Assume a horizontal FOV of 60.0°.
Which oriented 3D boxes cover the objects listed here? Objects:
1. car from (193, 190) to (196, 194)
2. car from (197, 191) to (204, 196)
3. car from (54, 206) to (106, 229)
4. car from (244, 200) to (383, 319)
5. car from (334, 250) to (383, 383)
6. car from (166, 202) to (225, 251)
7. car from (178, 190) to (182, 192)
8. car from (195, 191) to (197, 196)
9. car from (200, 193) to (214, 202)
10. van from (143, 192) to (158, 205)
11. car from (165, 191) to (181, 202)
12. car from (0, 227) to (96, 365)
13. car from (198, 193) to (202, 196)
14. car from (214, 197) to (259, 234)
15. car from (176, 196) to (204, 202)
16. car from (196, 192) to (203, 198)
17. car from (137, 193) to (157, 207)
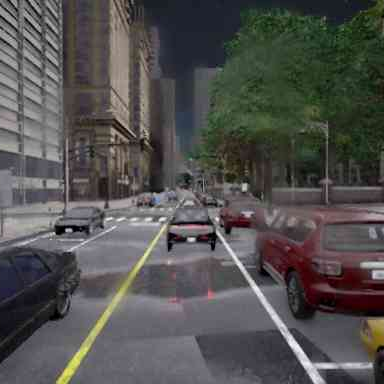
[{"bbox_3d":[2.036,0.642,82.659,2.192,1.841,5.009,0,1,-1],"label":"car"},{"bbox_3d":[2.279,1.008,55.560,1.967,1.590,4.097,0,0,-1],"label":"car"},{"bbox_3d":[-5.911,1.464,18.107,1.947,1.339,4.313,0,0,-1],"label":"car"},{"bbox_3d":[2.712,1.257,7.189,2.192,1.841,5.009,0,0,-1],"label":"car"},{"bbox_3d":[2.760,1.502,1.875,1.752,1.417,4.829,0,0,-1],"label":"car"},{"bbox_3d":[-0.034,1.399,13.729,2.128,1.511,4.902,0,0,0],"label":"car"},{"bbox_3d":[-3.692,0.926,78.534,1.994,1.385,4.181,0,1,-1],"label":"car"},{"bbox_3d":[2.133,0.971,71.821,1.887,1.381,4.507,0,1,-1],"label":"car"},{"bbox_3d":[2.376,1.223,44.722,1.947,1.339,4.313,0,0,-1],"label":"car"},{"bbox_3d":[-6.198,0.987,50.082,1.690,1.788,3.998,0,0,-1],"label":"van"},{"bbox_3d":[-3.564,1.073,62.983,2.033,1.411,5.357,0,1,0],"label":"car"},{"bbox_3d":[-3.125,1.529,4.513,2.033,1.411,5.357,0,0,0],"label":"car"},{"bbox_3d":[2.328,1.195,50.141,1.802,1.307,4.206,0,0,-1],"label":"car"},{"bbox_3d":[2.614,1.180,18.163,2.192,1.841,5.009,0,0,-1],"label":"car"},{"bbox_3d":[-0.187,1.322,28.556,1.812,1.442,4.674,0,1,0],"label":"car"},{"bbox_3d":[1.985,0.800,88.251,1.752,1.417,4.829,0,1,-1],"label":"car"},{"bbox_3d":[-6.149,1.005,44.663,2.192,1.841,5.009,0,0,-1],"label":"car"}]
